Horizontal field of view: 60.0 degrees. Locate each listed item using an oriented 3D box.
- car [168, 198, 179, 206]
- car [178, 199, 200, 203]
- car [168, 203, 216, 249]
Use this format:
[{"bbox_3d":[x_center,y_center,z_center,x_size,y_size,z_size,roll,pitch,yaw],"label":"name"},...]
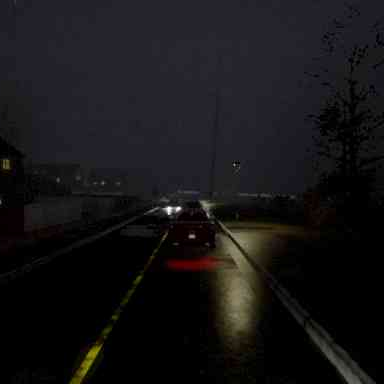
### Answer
[{"bbox_3d":[-2.750,1.651,52.620,1.895,1.301,4.718,0,0,0],"label":"car"},{"bbox_3d":[0.000,1.513,29.650,1.837,1.490,4.892,0,0,0],"label":"car"},{"bbox_3d":[0.000,1.482,14.650,1.882,1.535,5.008,0,0,0],"label":"car"}]
